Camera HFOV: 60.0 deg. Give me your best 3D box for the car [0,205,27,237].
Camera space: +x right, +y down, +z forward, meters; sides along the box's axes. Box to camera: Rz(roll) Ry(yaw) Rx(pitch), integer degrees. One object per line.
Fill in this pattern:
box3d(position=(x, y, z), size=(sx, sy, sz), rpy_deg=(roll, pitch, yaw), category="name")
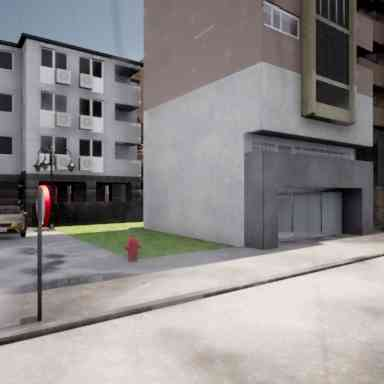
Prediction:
box3d(position=(-9.314, 1.416, 16.801), size=(1.816, 1.474, 4.193), rpy_deg=(0, 0, -25), category="car")
